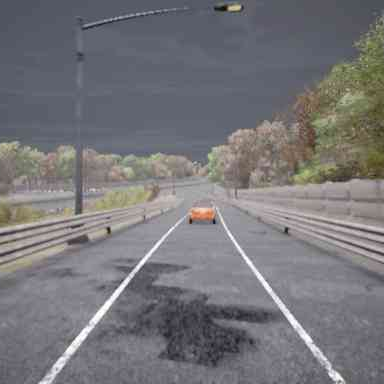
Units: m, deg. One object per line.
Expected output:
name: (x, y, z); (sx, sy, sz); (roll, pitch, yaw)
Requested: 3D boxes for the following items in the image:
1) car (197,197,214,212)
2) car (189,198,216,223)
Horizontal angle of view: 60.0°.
car: (1.879, 1.638, 45.045); (2.097, 1.767, 4.553); (0, 0, 3)
car: (0.889, 1.521, 27.070); (2.097, 1.767, 4.553); (0, 0, 3)
